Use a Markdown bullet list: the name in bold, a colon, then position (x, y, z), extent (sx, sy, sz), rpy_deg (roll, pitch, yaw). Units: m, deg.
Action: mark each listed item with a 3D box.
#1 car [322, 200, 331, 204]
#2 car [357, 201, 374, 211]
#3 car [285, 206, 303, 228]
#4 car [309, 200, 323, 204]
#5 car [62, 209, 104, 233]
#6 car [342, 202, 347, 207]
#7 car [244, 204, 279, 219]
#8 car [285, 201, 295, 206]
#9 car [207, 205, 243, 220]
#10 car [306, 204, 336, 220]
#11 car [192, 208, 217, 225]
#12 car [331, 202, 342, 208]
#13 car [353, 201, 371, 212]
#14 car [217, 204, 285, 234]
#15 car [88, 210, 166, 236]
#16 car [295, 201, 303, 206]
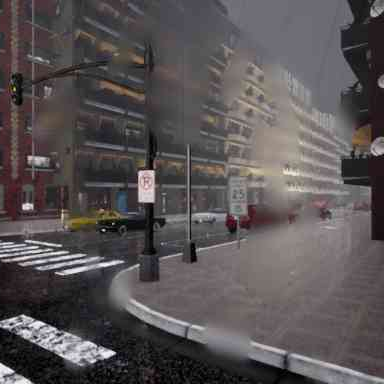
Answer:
- **car**: position (26.429, 2.640, 68.490), extent (2.192, 1.841, 5.009), rpy_deg (-1, -2, 35)
- **car**: position (33.300, 2.622, 63.751), extent (2.192, 1.841, 5.009), rpy_deg (-1, -2, 35)
- **car**: position (7.304, 2.043, 26.638), extent (1.887, 1.381, 4.507), rpy_deg (-1, -2, 35)
- **car**: position (23.182, 2.771, 63.847), extent (1.887, 1.381, 4.507), rpy_deg (-1, -2, 35)
- **car**: position (-6.165, 1.834, 21.962), extent (1.752, 1.417, 4.829), rpy_deg (-1, -2, 35)
- **car**: position (39.432, 3.282, 87.040), extent (1.947, 1.339, 4.313), rpy_deg (-1, -2, 35)
- **car**: position (7.939, 2.171, 37.532), extent (2.128, 1.511, 4.902), rpy_deg (0, -1, 35)
- **car**: position (13.333, 2.446, 49.792), extent (1.752, 1.417, 4.829), rpy_deg (-1, -2, 35)
- **car**: position (3.682, 2.164, 36.016), extent (1.887, 1.381, 4.507), rpy_deg (-1, -2, 35)
- **car**: position (13.804, 2.284, 35.914), extent (1.802, 1.307, 4.206), rpy_deg (-1, -2, 35)
- **car**: position (1.962, 2.093, 29.022), extent (1.895, 1.301, 4.718), rpy_deg (0, -1, 35)
- **car**: position (32.931, 3.067, 77.762), extent (1.887, 1.381, 4.507), rpy_deg (-1, -2, 35)
- **car**: position (30.050, 2.522, 59.112), extent (2.192, 1.841, 5.009), rpy_deg (-1, -2, 35)
- **car**: position (4.053, 1.711, 22.006), extent (2.192, 1.841, 5.009), rpy_deg (-1, -2, 35)
- **car**: position (-3.787, 1.911, 20.817), extent (1.895, 1.301, 4.718), rpy_deg (0, -1, 35)
- **car**: position (16.680, 2.340, 54.576), extent (2.192, 1.841, 5.009), rpy_deg (-1, -2, 35)
